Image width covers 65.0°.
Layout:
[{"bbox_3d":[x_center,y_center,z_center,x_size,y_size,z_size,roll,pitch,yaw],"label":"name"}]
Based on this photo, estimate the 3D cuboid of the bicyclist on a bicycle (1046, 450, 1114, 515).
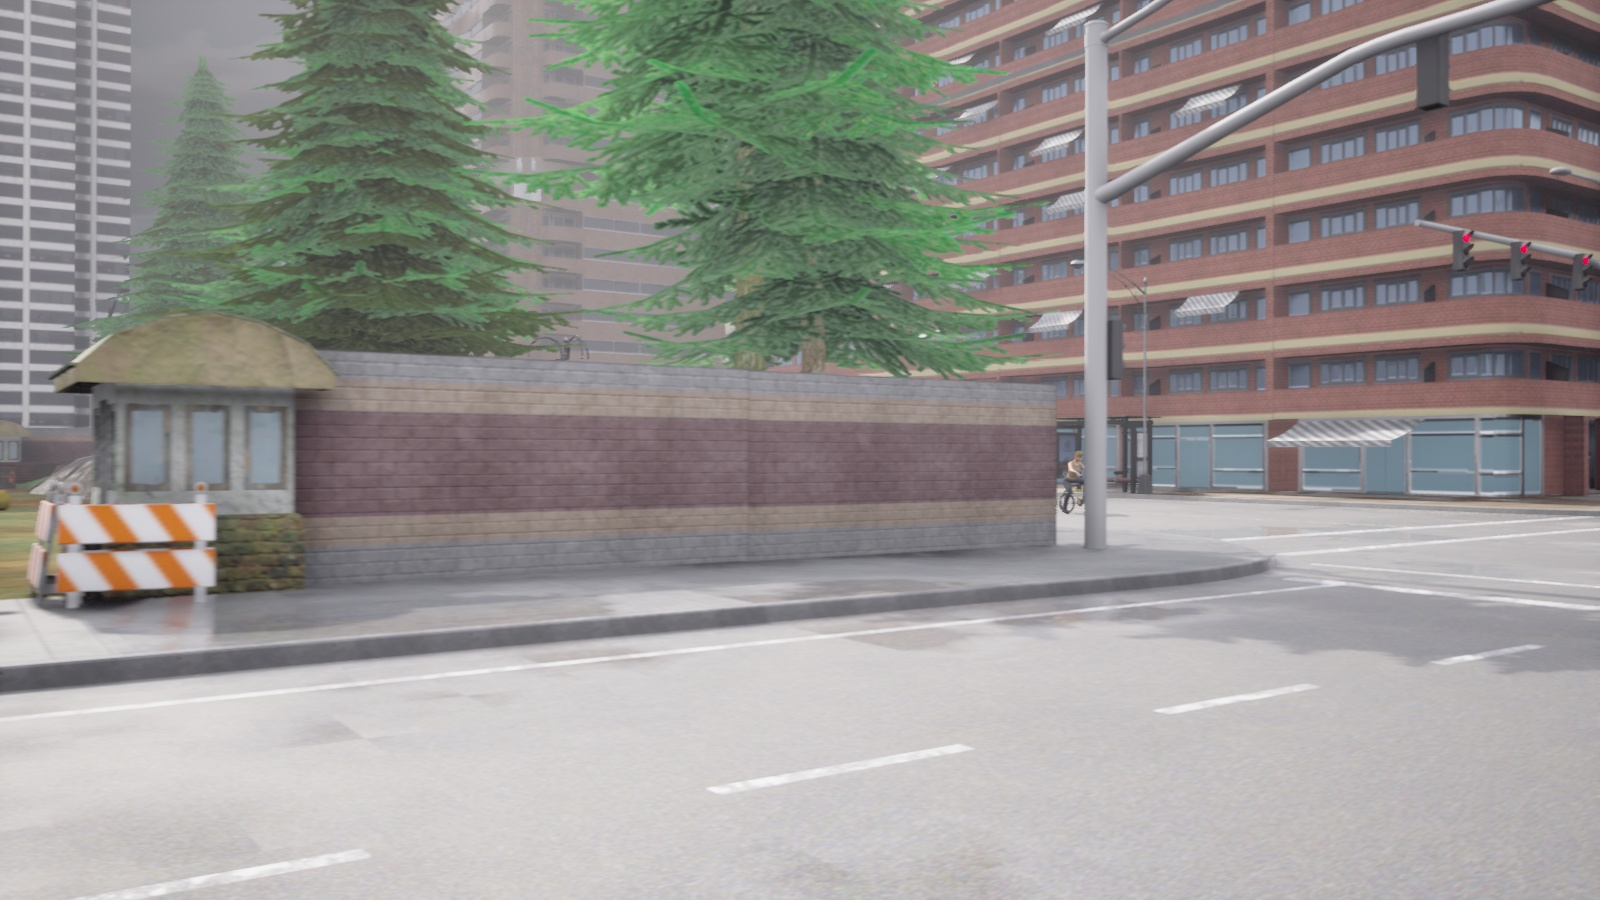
[{"bbox_3d":[7.124,0.800,31.959,0.866,1.612,1.509,0,0,-34],"label":"bicyclist on a bicycle"}]
